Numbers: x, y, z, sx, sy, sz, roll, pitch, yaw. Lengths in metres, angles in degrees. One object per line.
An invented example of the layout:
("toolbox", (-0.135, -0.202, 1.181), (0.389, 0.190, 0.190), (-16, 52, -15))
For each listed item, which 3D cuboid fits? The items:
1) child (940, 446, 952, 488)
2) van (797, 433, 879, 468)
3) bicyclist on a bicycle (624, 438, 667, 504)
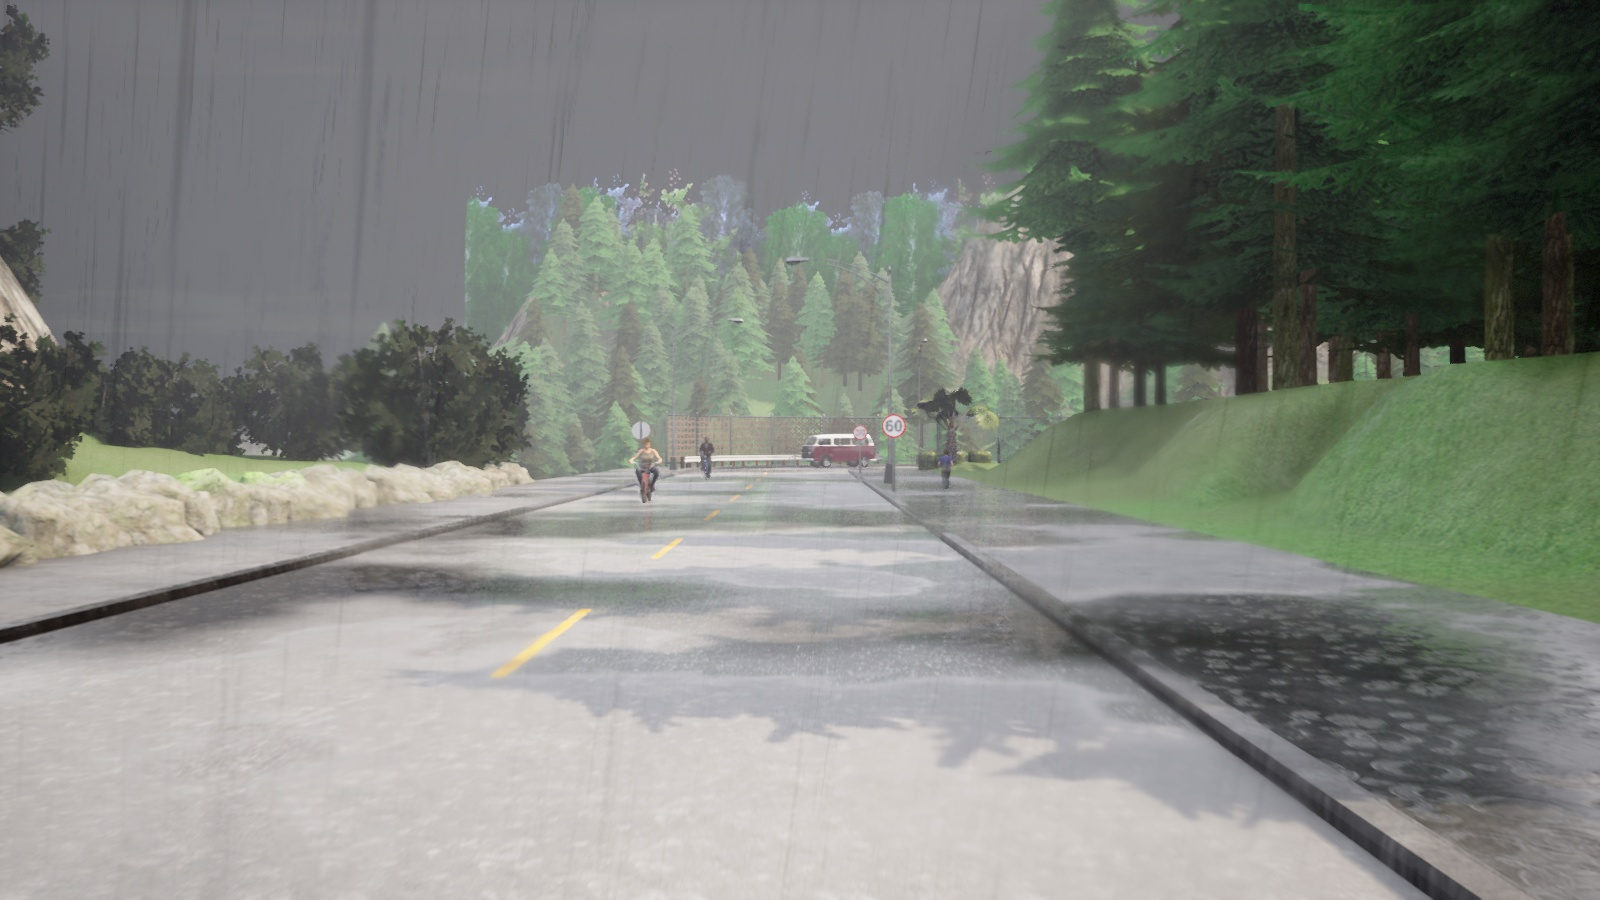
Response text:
("child", (4.424, 0.525, 38.061), (0.270, 1.263, 0.437), (0, 0, -2))
("van", (2.277, 0.048, 75.520), (4.480, 2.038, 2.069), (0, 0, -24))
("bicyclist on a bicycle", (-3.810, 0.505, 31.081), (0.866, 1.612, 1.509), (0, 0, 0))
